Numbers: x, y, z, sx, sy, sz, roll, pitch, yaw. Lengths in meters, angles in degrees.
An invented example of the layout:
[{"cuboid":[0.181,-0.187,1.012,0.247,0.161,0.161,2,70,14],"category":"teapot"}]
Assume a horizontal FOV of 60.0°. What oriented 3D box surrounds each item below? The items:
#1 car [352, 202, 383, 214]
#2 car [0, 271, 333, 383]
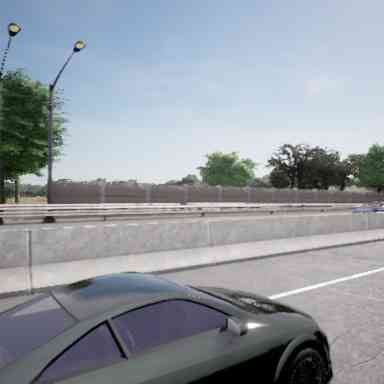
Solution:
[{"cuboid":[18.332,2.001,34.261,4.674,1.442,1.812,1,-1,-35],"category":"car"},{"cuboid":[-0.429,1.580,3.441,4.181,1.385,1.994,1,0,-36],"category":"car"}]
